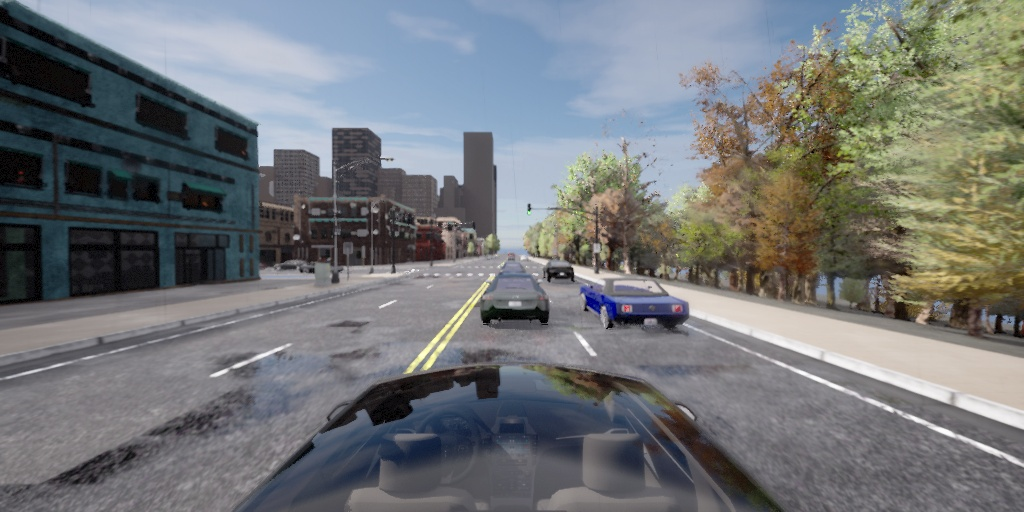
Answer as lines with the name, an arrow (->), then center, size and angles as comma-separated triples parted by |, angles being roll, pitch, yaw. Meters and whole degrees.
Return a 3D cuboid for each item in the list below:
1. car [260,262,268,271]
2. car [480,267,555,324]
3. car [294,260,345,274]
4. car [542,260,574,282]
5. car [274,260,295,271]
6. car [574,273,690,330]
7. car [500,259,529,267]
car -> -33.900, 1.295, 46.366 | 4.207, 1.307, 1.802 | 0, 0, 0
car -> 0.081, 1.232, 11.608 | 1.994, 1.385, 4.181 | 0, 0, 0
car -> -20.016, 1.272, 37.873 | 4.313, 1.339, 1.948 | 0, 0, 0
car -> 3.304, 1.026, 26.148 | 1.882, 1.535, 5.008 | 0, 0, 0
car -> -28.365, 1.200, 46.370 | 4.403, 1.370, 2.007 | 0, 0, 0
car -> 3.333, 1.275, 10.830 | 1.895, 1.301, 4.718 | 0, 0, 0
car -> 0.049, 1.117, 25.682 | 1.994, 1.385, 4.181 | 0, 0, 0
